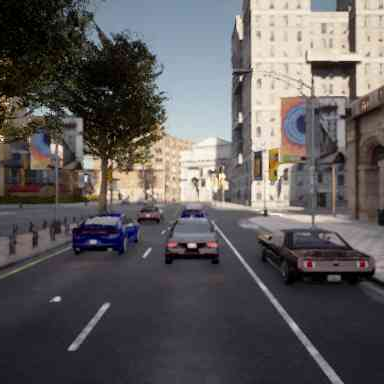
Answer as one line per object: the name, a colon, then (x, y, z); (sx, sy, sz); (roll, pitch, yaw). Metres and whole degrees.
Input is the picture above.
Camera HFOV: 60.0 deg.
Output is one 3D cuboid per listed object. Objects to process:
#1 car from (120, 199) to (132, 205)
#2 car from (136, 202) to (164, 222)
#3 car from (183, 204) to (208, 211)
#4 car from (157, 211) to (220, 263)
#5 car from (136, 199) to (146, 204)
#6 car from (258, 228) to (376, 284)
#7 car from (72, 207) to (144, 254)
car: (-15.021, 2.345, 75.784); (1.994, 1.385, 4.181); (0, -1, 0)
car: (-3.488, 1.864, 28.503); (1.994, 1.385, 4.181); (0, -1, 1)
car: (0.329, 1.784, 29.194); (1.882, 1.535, 5.008); (0, 0, 7)
car: (0.005, 1.680, 12.508); (2.033, 1.411, 5.357); (0, -1, 0)
car: (-11.521, 2.317, 75.805); (1.812, 1.442, 4.674); (0, -1, 0)
car: (3.246, 1.699, 9.816); (1.895, 1.301, 4.718); (0, -1, 0)
car: (-3.481, 1.627, 14.229); (1.882, 1.535, 5.008); (0, 0, 0)
